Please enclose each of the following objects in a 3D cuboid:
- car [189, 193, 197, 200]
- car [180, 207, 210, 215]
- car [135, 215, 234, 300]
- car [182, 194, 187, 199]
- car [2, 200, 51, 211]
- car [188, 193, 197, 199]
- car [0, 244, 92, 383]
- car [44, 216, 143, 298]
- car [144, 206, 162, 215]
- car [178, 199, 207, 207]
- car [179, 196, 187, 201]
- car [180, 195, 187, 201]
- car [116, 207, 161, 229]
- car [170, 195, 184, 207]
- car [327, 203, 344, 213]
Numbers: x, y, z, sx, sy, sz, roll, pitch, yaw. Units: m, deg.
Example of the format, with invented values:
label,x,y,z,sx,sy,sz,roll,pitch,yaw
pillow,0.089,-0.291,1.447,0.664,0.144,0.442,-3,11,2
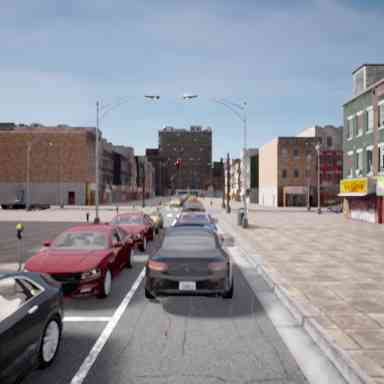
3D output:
label,x,y,z,sx,sy,sz,roll,pitch,yaw
car,0.234,1.250,92.001,2.150,2.045,5.566,0,0,0
car,0.134,1.606,15.756,1.895,1.301,4.718,0,0,0
car,-0.034,1.527,8.297,1.812,1.442,4.674,0,0,1
car,-2.489,1.394,56.918,2.192,1.841,5.009,0,0,0
car,-18.136,1.504,36.625,4.718,1.301,1.895,0,0,0
car,0.208,1.506,81.937,2.097,1.767,4.553,0,0,0
car,-2.626,1.551,3.035,2.008,1.369,4.403,0,0,0
car,-2.612,1.545,8.529,1.887,1.381,4.507,0,0,0
car,-2.585,1.534,19.347,1.752,1.417,4.829,0,0,0
car,0.177,1.522,26.057,1.837,1.490,4.892,0,0,2
car,-2.407,1.729,89.582,1.887,1.381,4.507,0,0,0
car,-2.393,1.643,95.027,1.967,1.590,4.097,0,0,0
car,-2.598,1.549,14.023,1.887,1.381,4.507,0,0,0
car,-2.504,1.590,51.305,1.752,1.417,4.829,0,0,0
car,19.087,1.837,39.673,5.357,1.411,2.033,1,0,0
